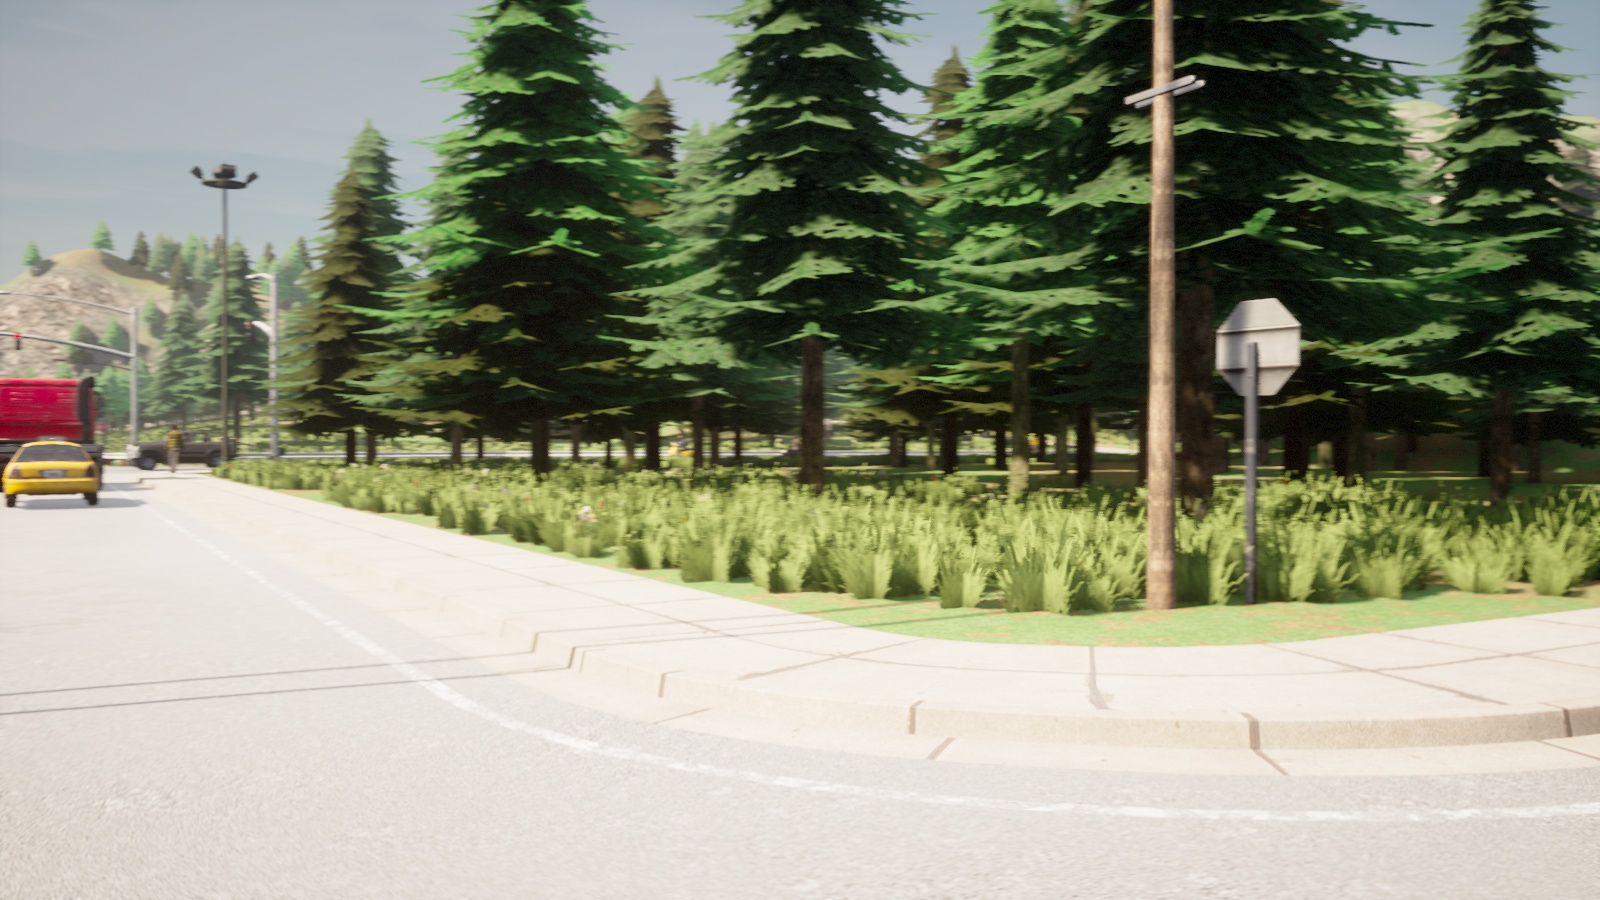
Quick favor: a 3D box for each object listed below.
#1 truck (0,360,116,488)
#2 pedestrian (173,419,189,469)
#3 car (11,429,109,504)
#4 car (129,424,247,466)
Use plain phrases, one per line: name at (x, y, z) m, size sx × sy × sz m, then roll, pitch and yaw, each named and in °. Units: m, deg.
truck at (-22.519, -0.756, 37.922) m, size 2.891 × 3.462 × 7.936 m, roll 0°, pitch 1°, yaw -31°
pedestrian at (-23.104, -0.224, 46.873) m, size 0.431 × 1.840 × 0.709 m, roll 0°, pitch 1°, yaw -34°
car at (-17.166, 0.312, 29.098) m, size 1.801 × 1.575 × 5.366 m, roll 0°, pitch 1°, yaw -31°
car at (-27.699, -0.238, 56.881) m, size 4.605 × 1.855 × 1.932 m, roll 0°, pitch 1°, yaw -33°
